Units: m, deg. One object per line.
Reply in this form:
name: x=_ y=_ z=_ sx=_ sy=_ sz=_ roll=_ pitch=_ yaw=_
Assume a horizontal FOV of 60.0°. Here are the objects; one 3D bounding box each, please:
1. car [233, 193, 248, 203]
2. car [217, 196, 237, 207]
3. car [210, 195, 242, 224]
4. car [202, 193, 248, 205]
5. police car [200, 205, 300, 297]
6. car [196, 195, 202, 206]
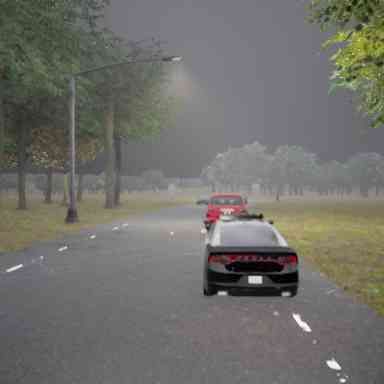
car: x=9.135 y=1.004 z=62.167 sx=2.097 sy=1.767 sz=4.553 roll=0 pitch=0 yaw=17
car: x=4.824 y=1.241 z=44.889 sx=2.033 sy=1.411 sz=5.357 roll=0 pitch=0 yaw=13
car: x=2.469 y=1.165 z=24.154 sx=2.097 sy=1.767 sz=4.553 roll=0 pitch=0 yaw=7
car: x=1.882 y=1.077 z=18.316 sx=2.150 sy=2.045 sz=5.566 roll=0 pitch=0 yaw=5
police car: x=1.244 y=1.347 z=8.543 sx=1.930 sy=1.638 sz=5.238 roll=0 pitch=0 yaw=2
car: x=1.928 y=1.145 z=48.415 sx=1.882 sy=1.535 sz=5.008 roll=0 pitch=0 yaw=13
